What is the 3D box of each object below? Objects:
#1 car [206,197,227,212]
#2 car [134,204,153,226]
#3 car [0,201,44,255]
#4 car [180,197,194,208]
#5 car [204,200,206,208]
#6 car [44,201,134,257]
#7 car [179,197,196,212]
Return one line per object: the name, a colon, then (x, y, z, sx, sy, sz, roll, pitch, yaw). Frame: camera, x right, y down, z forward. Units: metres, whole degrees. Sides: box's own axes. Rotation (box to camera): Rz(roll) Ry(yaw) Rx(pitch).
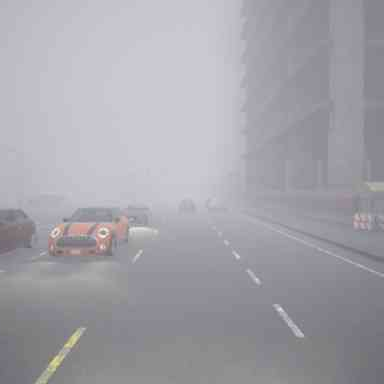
car: (2.987, 1.528, 39.427, 1.812, 1.442, 4.674, 0, 0, 0)
car: (-3.895, 1.565, 23.085, 1.994, 1.385, 4.181, 0, 0, 0)
car: (-7.256, 1.356, 11.486, 2.097, 1.767, 4.553, 0, 0, -1)
car: (-0.738, 1.481, 48.562, 1.882, 1.535, 5.008, 0, 0, 0)
car: (2.811, 1.508, 49.274, 1.837, 1.490, 4.892, 0, 0, -1)
car: (-3.784, 1.353, 12.962, 2.097, 1.767, 4.553, 0, 0, -1)
car: (-0.530, 1.567, 38.741, 1.994, 1.385, 4.181, 0, 0, -1)
